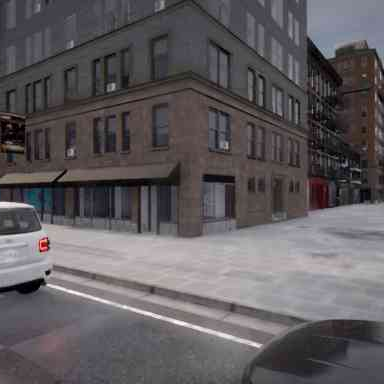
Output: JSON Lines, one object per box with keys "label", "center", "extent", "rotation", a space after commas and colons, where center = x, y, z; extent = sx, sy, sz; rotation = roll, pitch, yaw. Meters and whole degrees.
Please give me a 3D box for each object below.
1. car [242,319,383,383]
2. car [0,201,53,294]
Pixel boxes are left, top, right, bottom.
{"label": "car", "center": [2.605, 1.505, 1.829], "extent": [4.892, 1.490, 1.837], "rotation": [0, 0, 36]}
{"label": "car", "center": [-5.465, 1.222, 7.574], "extent": [5.566, 2.045, 2.150], "rotation": [0, 0, 36]}
